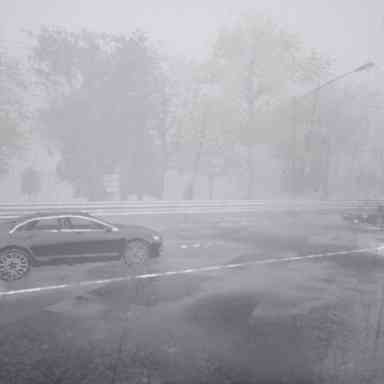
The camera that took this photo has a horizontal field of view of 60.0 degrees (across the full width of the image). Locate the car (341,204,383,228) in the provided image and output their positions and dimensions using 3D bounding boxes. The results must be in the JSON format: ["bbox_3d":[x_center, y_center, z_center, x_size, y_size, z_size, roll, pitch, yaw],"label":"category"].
[{"bbox_3d":[11.481,1.406,20.257,4.718,1.301,1.895,0,0,-26],"label":"car"}]

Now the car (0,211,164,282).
[{"bbox_3d":[-3.182,1.264,8.882,4.902,1.511,2.128,0,0,-27],"label":"car"}]
